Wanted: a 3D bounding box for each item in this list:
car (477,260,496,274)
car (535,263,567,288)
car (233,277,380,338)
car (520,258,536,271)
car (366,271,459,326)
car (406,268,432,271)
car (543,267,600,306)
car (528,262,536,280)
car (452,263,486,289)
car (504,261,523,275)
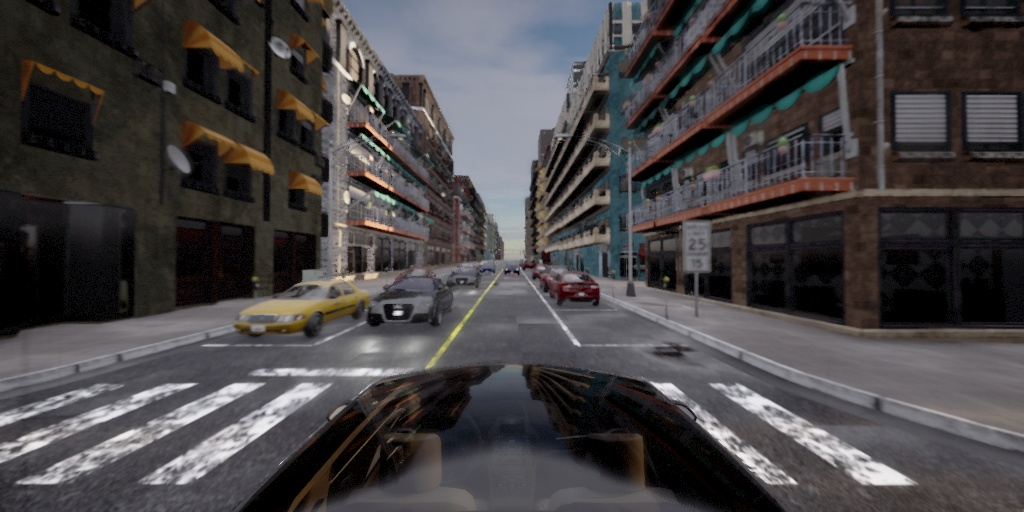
[{"bbox_3d":[-3.016,1.504,46.385,2.033,1.411,5.357,0,0,0],"label":"car"},{"bbox_3d":[2.686,1.281,21.646,1.967,1.591,4.097,0,0,0],"label":"car"},{"bbox_3d":[-5.692,1.316,10.441,1.751,1.417,4.829,0,0,0],"label":"car"},{"bbox_3d":[2.676,1.313,54.787,2.192,1.841,5.009,0,0,0],"label":"car"},{"bbox_3d":[-3.092,1.359,11.659,1.994,1.385,4.181,0,0,-1],"label":"car"},{"bbox_3d":[-5.696,1.386,21.658,1.888,1.381,4.507,0,0,0],"label":"car"},{"bbox_3d":[2.687,1.361,16.123,1.888,1.381,4.507,0,0,0],"label":"car"},{"bbox_3d":[2.682,1.475,32.693,1.802,1.307,4.207,0,0,0],"label":"car"},{"bbox_3d":[-3.103,1.416,24.166,1.994,1.385,4.181,0,0,0],"label":"car"},{"bbox_3d":[-0.010,1.538,41.999,1.895,1.301,4.718,0,0,0],"label":"car"}]
